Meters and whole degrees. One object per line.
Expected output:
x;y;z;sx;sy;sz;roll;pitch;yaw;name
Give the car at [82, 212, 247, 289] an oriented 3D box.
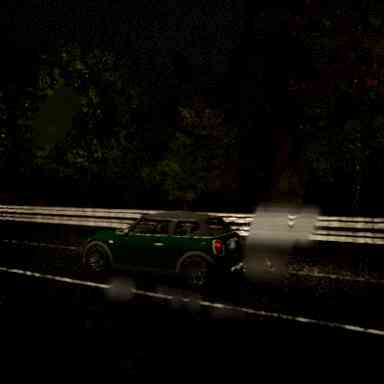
-0.857;1.349;9.318;4.553;1.767;2.097;0;0;27;car
